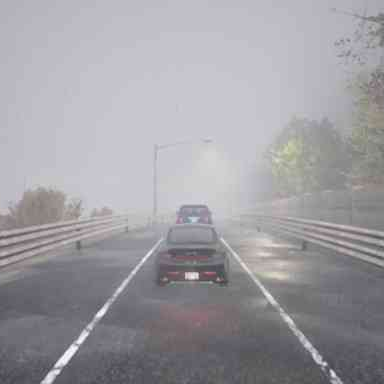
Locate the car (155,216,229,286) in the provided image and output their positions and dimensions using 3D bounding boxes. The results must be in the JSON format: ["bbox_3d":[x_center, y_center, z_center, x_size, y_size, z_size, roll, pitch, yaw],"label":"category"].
[{"bbox_3d":[-0.002,1.687,9.924,1.837,1.490,4.892,0,-1,0],"label":"car"}]

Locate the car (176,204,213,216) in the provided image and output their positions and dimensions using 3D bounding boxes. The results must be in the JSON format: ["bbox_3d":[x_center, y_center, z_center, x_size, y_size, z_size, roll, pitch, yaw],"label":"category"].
[{"bbox_3d":[0.137,1.814,20.914,2.150,2.045,5.566,0,-3,0],"label":"car"}]

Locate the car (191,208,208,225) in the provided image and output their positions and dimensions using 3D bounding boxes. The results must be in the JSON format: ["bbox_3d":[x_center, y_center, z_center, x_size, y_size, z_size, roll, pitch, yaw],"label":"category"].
[{"bbox_3d":[0.920,3.256,44.217,2.150,2.045,5.566,0,-4,0],"label":"car"}]

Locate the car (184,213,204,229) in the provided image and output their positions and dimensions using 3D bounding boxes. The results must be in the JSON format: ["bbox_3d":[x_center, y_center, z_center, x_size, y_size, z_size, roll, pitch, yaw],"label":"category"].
[{"bbox_3d":[0.304,2.802,32.721,1.812,1.442,4.674,0,-4,2],"label":"car"}]
